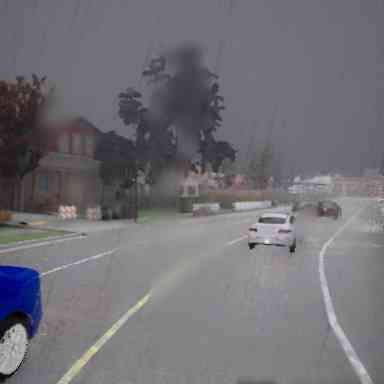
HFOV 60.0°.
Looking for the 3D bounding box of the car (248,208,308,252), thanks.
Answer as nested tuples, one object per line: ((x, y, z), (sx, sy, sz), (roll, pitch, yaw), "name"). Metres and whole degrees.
((3.737, 1.617, 14.431), (1.812, 1.442, 4.674), (0, 0, 24), "car")

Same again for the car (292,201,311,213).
((13.567, 1.842, 40.774), (1.882, 1.535, 5.008), (1, -1, 29), "car")

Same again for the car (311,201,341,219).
((13.364, 1.670, 32.675), (2.097, 1.767, 4.553), (1, 0, 28), "car")

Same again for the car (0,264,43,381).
((-3.238, 1.446, 2.681), (1.882, 1.535, 5.008), (0, 0, 7), "car")
